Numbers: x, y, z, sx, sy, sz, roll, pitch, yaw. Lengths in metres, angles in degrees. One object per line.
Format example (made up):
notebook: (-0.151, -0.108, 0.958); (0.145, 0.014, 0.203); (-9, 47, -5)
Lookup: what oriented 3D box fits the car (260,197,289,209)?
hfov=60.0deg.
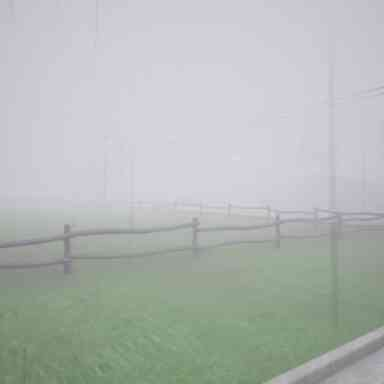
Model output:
car: (12.662, 1.597, 51.276); (2.097, 1.767, 4.553); (0, 0, -36)

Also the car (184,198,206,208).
car: (-0.478, 1.657, 51.487); (1.882, 1.535, 5.008); (0, 0, -36)

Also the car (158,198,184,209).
car: (-3.615, 1.684, 49.851); (1.812, 1.442, 4.674); (0, 0, -36)

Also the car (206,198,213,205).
car: (2.249, 1.846, 65.684); (1.994, 1.385, 4.181); (0, 0, -36)
